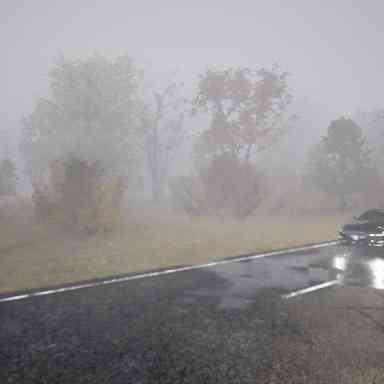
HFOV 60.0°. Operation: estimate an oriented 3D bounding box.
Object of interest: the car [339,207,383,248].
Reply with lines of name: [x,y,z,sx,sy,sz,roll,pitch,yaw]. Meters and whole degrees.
car: [7.775,1.368,13.196,4.892,1.490,1.837,-1,1,-35]
